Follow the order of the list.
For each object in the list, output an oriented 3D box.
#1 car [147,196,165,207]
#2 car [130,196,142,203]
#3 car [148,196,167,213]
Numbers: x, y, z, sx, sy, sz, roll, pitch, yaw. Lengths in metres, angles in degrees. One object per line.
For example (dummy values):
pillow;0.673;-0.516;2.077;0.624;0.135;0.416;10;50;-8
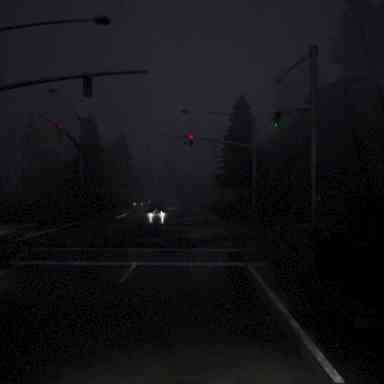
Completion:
car;-5.476;1.441;50.661;2.128;1.511;4.902;0;0;-13
car;-11.646;1.479;66.848;1.812;1.442;4.674;0;0;-32
car;-3.776;1.510;37.378;2.033;1.411;5.357;0;0;-1
